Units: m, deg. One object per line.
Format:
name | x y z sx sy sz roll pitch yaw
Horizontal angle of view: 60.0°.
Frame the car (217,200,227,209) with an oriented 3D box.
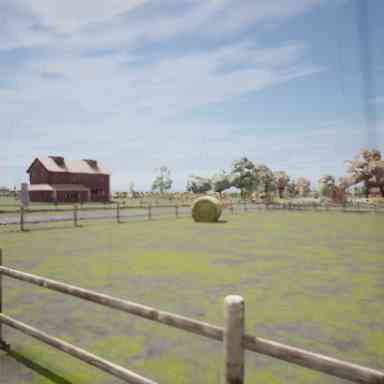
car | 4.211 2.076 56.888 1.882 1.535 5.008 0 -1 35
